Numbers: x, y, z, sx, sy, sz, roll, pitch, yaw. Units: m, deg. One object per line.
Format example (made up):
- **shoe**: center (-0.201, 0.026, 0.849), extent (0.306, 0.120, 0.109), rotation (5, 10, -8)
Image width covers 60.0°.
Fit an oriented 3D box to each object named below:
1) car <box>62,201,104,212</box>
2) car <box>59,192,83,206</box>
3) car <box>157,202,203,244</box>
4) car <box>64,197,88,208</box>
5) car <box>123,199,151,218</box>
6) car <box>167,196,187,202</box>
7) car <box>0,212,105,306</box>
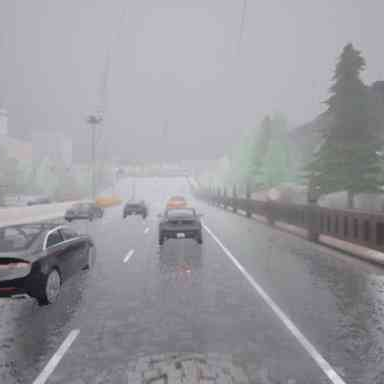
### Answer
- **car**: center (-8.061, 1.496, 25.336), extent (2.033, 1.411, 5.357), rotation (0, 0, -3)
- **car**: center (-20.250, 1.115, 55.810), extent (2.150, 2.045, 5.566), rotation (0, 0, -3)
- **car**: center (-0.554, 1.439, 15.453), extent (1.837, 1.490, 4.892), rotation (0, 0, -3)
- **car**: center (-16.353, 1.481, 47.138), extent (1.994, 1.385, 4.181), rotation (0, 0, -3)
- **car**: center (-4.729, 1.411, 28.681), extent (1.837, 1.490, 4.892), rotation (0, 0, -3)
- **car**: center (-1.544, 1.208, 34.870), extent (2.097, 1.767, 4.553), rotation (0, 0, -3)
- **car**: center (-3.705, 1.483, 7.954), extent (2.128, 1.511, 4.902), rotation (0, 0, -2)
